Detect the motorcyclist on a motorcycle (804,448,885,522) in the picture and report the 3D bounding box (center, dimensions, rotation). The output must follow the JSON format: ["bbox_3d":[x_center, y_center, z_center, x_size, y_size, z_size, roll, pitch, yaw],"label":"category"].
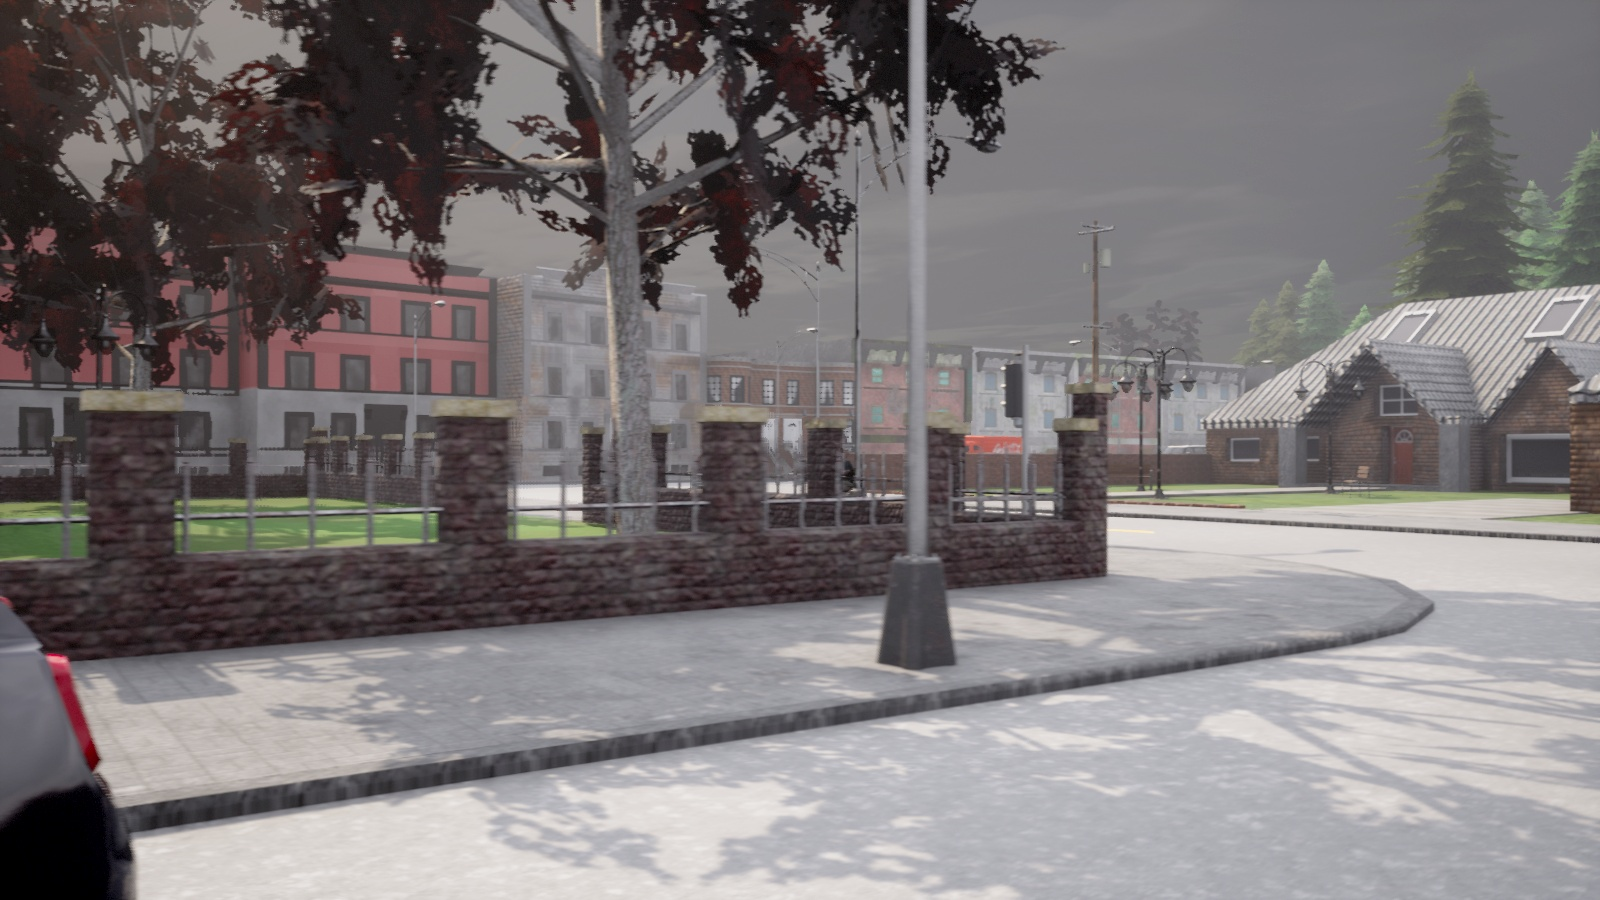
[{"bbox_3d":[0.986,0.756,28.083,0.866,1.590,1.817,0,0,-36],"label":"motorcyclist on a motorcycle"}]

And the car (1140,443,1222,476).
[{"bbox_3d":[24.778,0.575,81.589,5.566,2.045,2.150,0,0,-35],"label":"car"}]

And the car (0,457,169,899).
[{"bbox_3d":[-3.237,0.772,2.094,3.633,1.501,1.845,0,0,-37],"label":"car"}]

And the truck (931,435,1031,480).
[{"bbox_3d":[10.328,0.381,71.570,5.204,2.467,2.627,-1,0,-35],"label":"truck"}]
